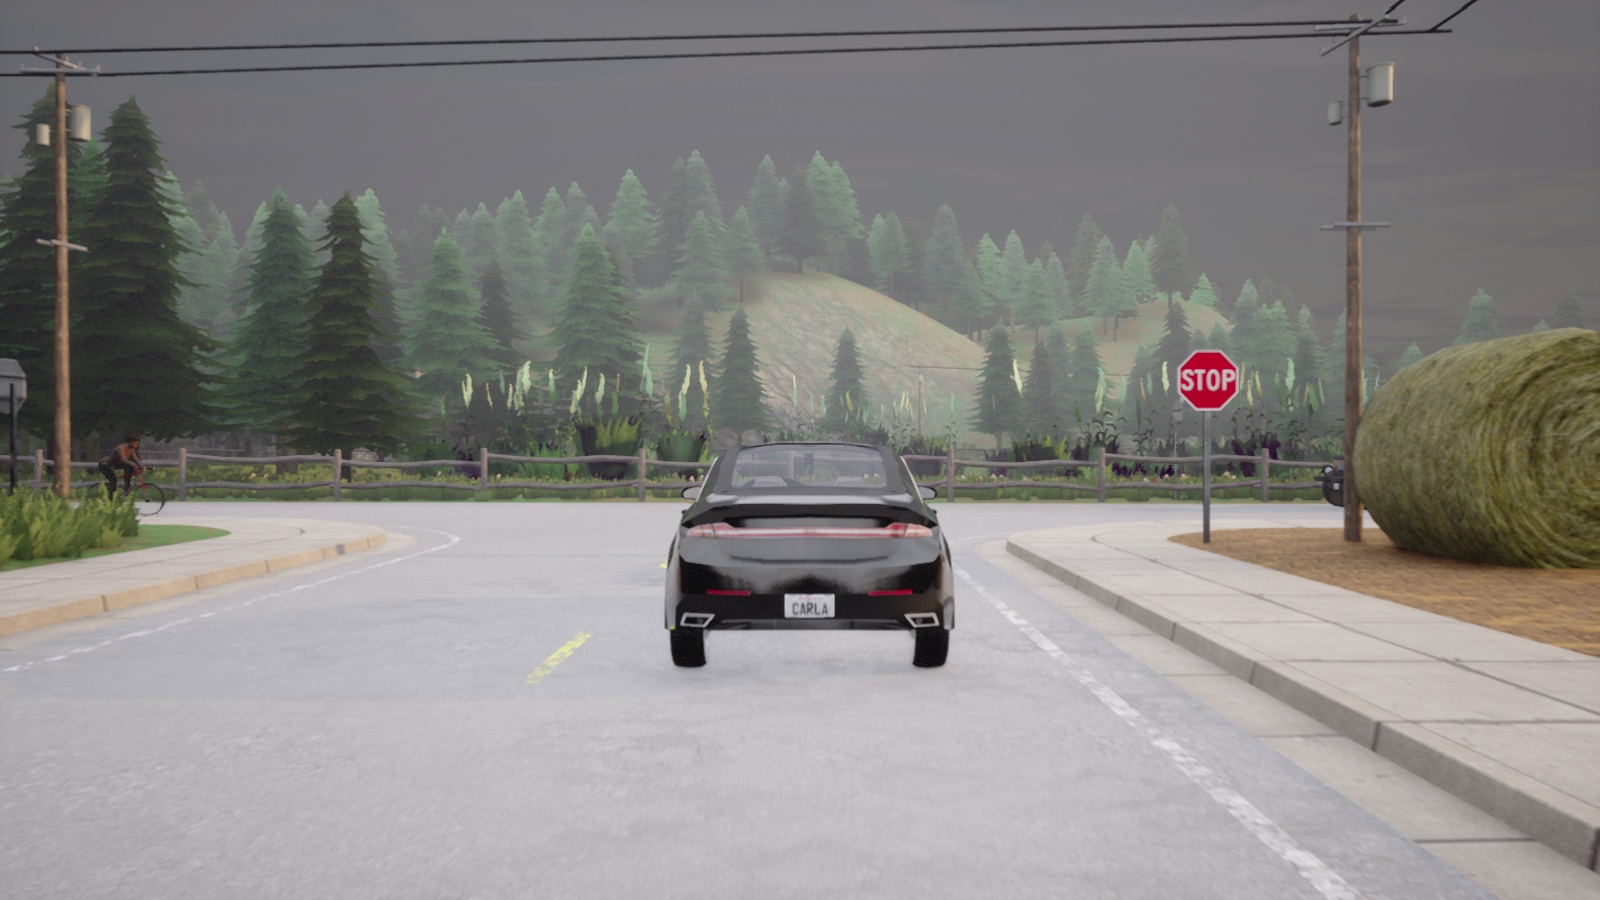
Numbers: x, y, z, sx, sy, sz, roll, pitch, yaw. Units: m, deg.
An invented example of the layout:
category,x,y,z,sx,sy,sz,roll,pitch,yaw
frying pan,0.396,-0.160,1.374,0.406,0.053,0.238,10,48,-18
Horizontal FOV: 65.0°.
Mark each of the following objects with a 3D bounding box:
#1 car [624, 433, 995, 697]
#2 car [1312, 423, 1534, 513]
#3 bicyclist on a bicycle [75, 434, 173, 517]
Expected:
category,x,y,z,sx,sy,sz,roll,pitch,yaw
car,0.070,0.647,9.670,2.128,1.511,4.902,0,0,0
car,13.396,0.361,27.187,3.866,1.878,1.905,0,0,3
bicyclist on a bicycle,-13.530,0.508,25.163,1.656,1.620,0.582,1,0,3
